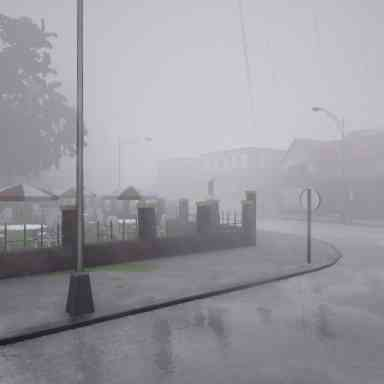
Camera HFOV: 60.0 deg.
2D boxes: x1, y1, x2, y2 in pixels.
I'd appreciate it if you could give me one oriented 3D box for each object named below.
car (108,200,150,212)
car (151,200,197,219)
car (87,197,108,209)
[{"bbox_3d":[-7.210,1.547,37.659,2.033,1.411,5.357,0,0,-35],"label":"car"},{"bbox_3d":[-1.270,1.492,29.343,2.128,1.511,4.902,0,0,-36],"label":"car"},{"bbox_3d":[-13.052,1.505,45.900,1.837,1.490,4.892,0,0,-35],"label":"car"}]
